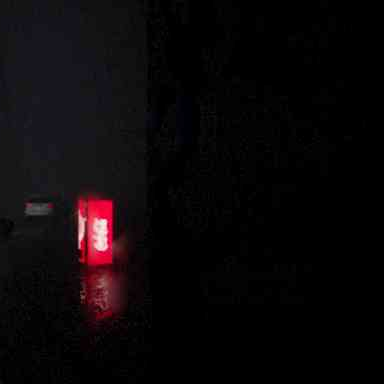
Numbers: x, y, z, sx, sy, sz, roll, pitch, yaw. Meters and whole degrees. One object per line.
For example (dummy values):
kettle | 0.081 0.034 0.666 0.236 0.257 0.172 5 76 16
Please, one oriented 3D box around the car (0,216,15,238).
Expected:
car | -9.401 1.527 14.538 2.033 1.411 5.357 0 0 -14

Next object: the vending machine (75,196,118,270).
vending machine | -2.924 1.189 10.145 1.100 2.100 0.880 0 0 -29

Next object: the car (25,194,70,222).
car | -11.257 1.197 26.182 2.150 2.045 5.566 0 0 -8
